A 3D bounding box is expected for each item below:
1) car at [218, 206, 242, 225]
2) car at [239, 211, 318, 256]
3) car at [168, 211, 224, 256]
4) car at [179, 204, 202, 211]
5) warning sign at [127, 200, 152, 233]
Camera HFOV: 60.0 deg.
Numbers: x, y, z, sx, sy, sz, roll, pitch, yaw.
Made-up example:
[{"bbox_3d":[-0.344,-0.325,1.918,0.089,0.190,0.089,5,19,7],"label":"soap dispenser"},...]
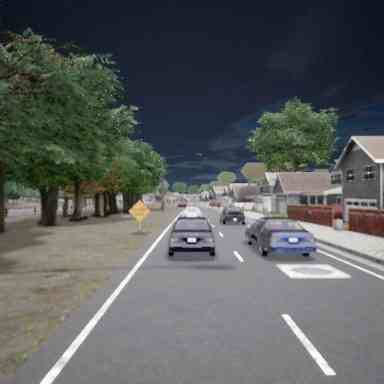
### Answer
[{"bbox_3d":[3.487,2.025,29.291,1.837,1.490,4.892,0,-1,0],"label":"car"},{"bbox_3d":[3.493,1.737,13.962,2.033,1.411,5.357,0,-1,0],"label":"car"},{"bbox_3d":[-0.007,1.737,13.962,2.033,1.411,5.357,0,-1,0],"label":"car"},{"bbox_3d":[-0.012,2.044,29.364,1.812,1.442,4.674,0,-1,0],"label":"car"},{"bbox_3d":[-3.051,1.407,19.393,1.300,1.860,1.060,1,-1,0],"label":"warning sign"}]
